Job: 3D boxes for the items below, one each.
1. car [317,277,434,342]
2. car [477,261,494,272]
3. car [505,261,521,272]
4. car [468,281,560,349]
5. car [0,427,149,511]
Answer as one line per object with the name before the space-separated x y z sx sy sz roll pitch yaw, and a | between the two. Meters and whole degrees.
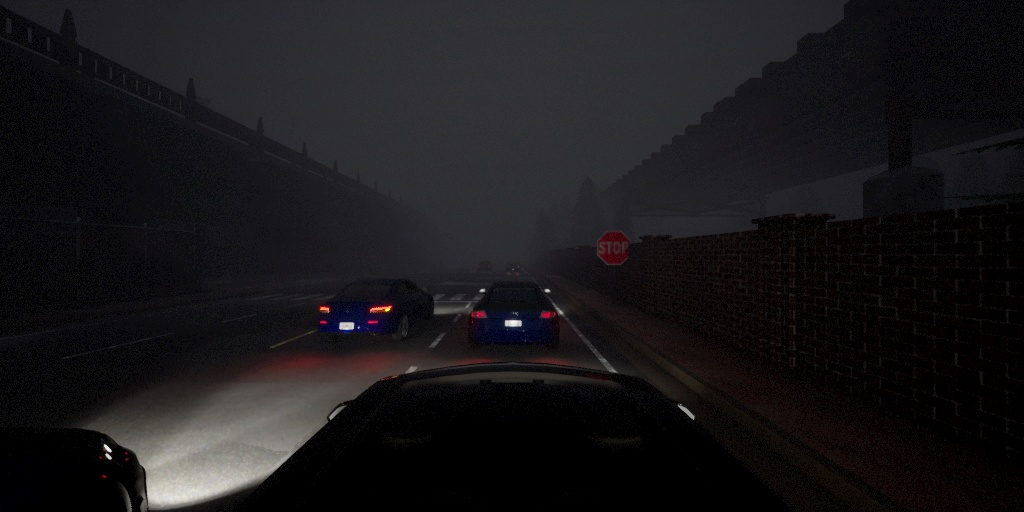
car | -3.411 1.276 9.691 1.812 1.442 4.674 0 0 0
car | -3.391 1.297 45.828 2.033 1.411 5.357 0 0 -1
car | 0.104 1.351 45.987 1.895 1.301 4.718 0 0 -1
car | 0.070 1.314 9.169 1.994 1.385 4.181 0 0 1
car | -3.398 1.314 0.595 1.994 1.385 4.181 0 0 0
